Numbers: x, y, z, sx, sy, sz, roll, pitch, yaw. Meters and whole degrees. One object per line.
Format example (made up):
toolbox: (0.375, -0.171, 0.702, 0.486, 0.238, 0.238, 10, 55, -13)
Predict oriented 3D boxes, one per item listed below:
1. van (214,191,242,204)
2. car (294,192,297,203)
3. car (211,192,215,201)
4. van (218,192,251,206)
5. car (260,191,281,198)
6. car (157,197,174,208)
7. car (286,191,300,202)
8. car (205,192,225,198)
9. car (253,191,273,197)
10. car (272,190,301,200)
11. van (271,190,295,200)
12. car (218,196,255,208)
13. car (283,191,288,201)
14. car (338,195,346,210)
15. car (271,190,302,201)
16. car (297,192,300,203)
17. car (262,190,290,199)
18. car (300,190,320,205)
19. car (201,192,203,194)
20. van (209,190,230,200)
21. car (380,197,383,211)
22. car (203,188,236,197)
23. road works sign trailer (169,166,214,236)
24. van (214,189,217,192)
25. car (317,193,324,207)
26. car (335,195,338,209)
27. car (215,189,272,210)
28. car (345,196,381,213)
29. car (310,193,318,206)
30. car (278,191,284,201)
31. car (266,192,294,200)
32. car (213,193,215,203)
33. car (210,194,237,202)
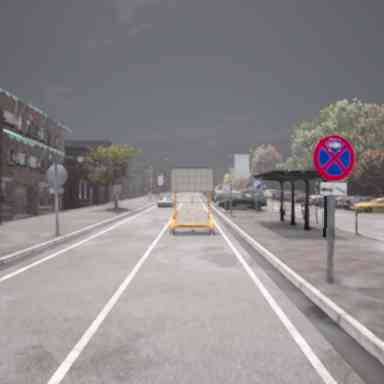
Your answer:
van: (5.843, 0.858, 54.545, 4.442, 1.987, 1.878, 0, 1, 0)
car: (18.803, 1.106, 52.490, 5.008, 1.535, 2.097, 0, 1, 0)
car: (5.727, 1.143, 48.939, 5.008, 1.535, 2.097, 0, 1, 0)
van: (5.853, 0.945, 46.134, 4.442, 1.987, 1.878, 0, 1, 0)
car: (18.809, 0.548, 80.248, 4.553, 1.767, 2.185, 0, 1, 0)
car: (-3.329, 1.322, 42.002, 1.895, 1.301, 4.718, 0, 1, 0)
car: (18.990, 1.071, 55.267, 5.366, 1.575, 1.946, 0, 1, 0)
car: (5.693, 0.674, 82.585, 4.674, 1.452, 2.002, 0, 1, 0)
car: (18.774, 0.529, 88.576, 4.892, 1.521, 2.231, 0, 1, 0)
car: (18.768, 0.709, 63.592, 5.566, 2.045, 2.435, 0, 1, 0)
van: (18.907, 0.642, 69.145, 4.442, 1.987, 1.878, 0, 1, 0)
car: (5.742, 1.238, 43.333, 4.674, 1.452, 2.002, 0, 1, 0)
car: (18.773, 1.072, 58.039, 4.792, 1.488, 2.163, 0, 1, 0)
car: (18.856, 1.299, 35.836, 4.792, 1.488, 2.163, 0, 1, 0)
car: (18.822, 0.665, 66.368, 5.566, 2.045, 2.435, 0, 1, 0)
car: (18.805, 1.136, 49.712, 4.892, 1.521, 2.231, 0, 1, 0)
car: (18.813, 0.520, 74.694, 5.566, 2.045, 2.435, 0, 1, 0)
car: (18.786, 0.911, 46.935, 5.566, 2.045, 2.435, 0, 1, 0)
car: (5.664, 0.333, 85.383, 5.566, 2.045, 2.435, 0, 1, 0)
van: (5.824, 0.604, 71.369, 4.442, 1.987, 1.878, 0, 1, 0)
car: (18.807, 1.379, 27.509, 4.792, 1.488, 2.163, 0, 1, 0)
car: (5.683, 0.628, 68.565, 5.566, 2.045, 2.435, 0, 1, 0)
road works sign trailer: (0.008, 0.412, 18.006, 2.380, 3.560, 2.880, 0, 0, 1)
van: (5.613, 0.890, 51.744, 4.442, 1.987, 1.878, 0, 1, 0)
car: (18.826, 1.215, 41.386, 5.008, 1.535, 2.097, 0, 1, 0)
car: (18.830, 1.243, 38.610, 4.892, 1.521, 2.231, 0, 1, 0)
car: (5.717, 1.001, 37.724, 5.566, 2.045, 2.435, 0, 1, 0)
car: (18.644, 1.293, 33.060, 5.366, 1.575, 1.946, 0, 1, 0)
car: (18.823, 1.189, 44.162, 5.008, 1.535, 2.097, 0, 1, 0)
car: (18.828, 1.031, 60.822, 4.792, 1.488, 2.163, 0, 1, 0)
car: (18.973, 0.817, 71.923, 5.366, 1.575, 1.946, 0, 1, 0)
car: (5.557, 1.222, 40.530, 5.366, 1.575, 1.946, 0, 1, 0)
car: (5.718, 1.053, 60.159, 4.674, 1.452, 2.002, 0, 1, 0)
